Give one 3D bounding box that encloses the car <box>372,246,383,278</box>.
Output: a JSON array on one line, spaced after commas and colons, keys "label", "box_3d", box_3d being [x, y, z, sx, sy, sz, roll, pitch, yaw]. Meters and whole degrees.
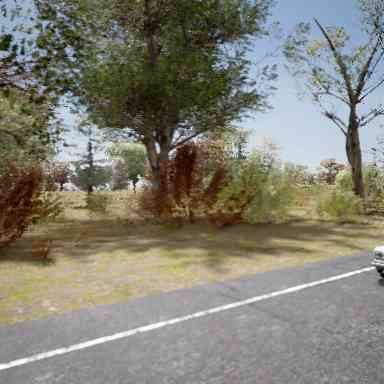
[{"label": "car", "box_3d": [6.769, 1.597, 8.823, 4.718, 1.301, 1.895, 0, 0, -36]}]
